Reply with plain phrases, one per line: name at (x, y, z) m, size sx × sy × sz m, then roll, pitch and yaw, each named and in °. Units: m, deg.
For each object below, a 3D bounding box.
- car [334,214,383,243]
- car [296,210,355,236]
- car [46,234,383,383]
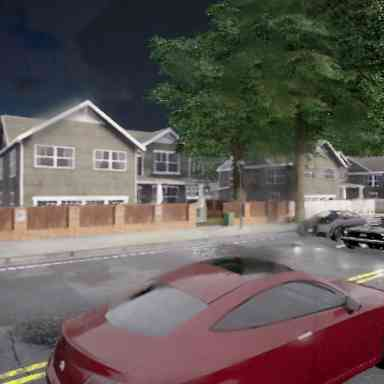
car at (8.061, 1.647, 13.428) m, size 4.718 × 1.301 × 1.895 m, roll 0°, pitch 0°, yaw -35°
car at (7.193, 1.614, 16.801) m, size 4.181 × 1.385 × 1.994 m, roll 0°, pitch 0°, yaw -35°
car at (0.791, 1.535, 4.012) m, size 4.674 × 1.442 × 1.812 m, roll 0°, pitch 0°, yaw -35°
